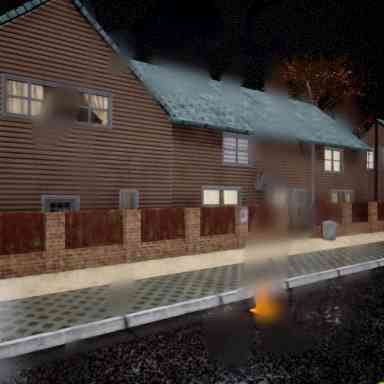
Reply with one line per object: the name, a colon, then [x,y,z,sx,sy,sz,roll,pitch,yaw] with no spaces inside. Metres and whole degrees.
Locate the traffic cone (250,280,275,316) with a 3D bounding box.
traffic cone: [1.324,1.955,6.247,0.340,0.580,0.340,0,0,-34]
